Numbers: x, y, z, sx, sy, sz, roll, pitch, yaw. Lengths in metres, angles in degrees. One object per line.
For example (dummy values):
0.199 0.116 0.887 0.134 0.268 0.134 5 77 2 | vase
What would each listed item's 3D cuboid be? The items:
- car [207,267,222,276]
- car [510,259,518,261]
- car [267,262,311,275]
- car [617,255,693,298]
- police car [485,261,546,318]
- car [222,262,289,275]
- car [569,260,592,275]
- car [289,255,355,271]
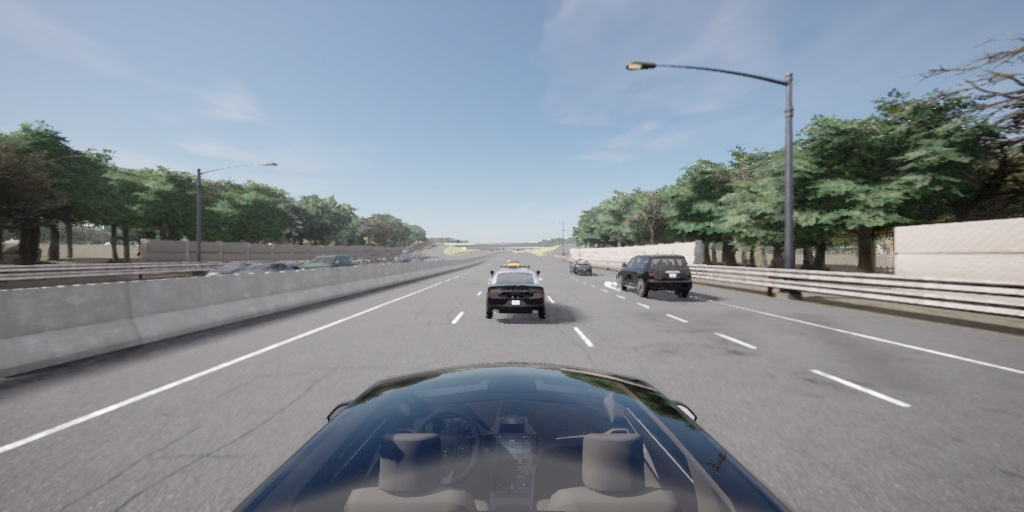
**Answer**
-21.021 1.208 27.796 2.128 1.511 4.902 0 0 0 | car
0.290 1.155 44.871 1.801 1.575 5.366 0 0 0 | car
-24.442 1.301 39.542 1.895 1.301 4.718 0 0 1 | car
7.142 0.955 18.523 2.150 2.045 5.566 0 0 1 | car
0.116 1.164 13.119 1.930 1.638 5.238 0 0 0 | police car
-17.536 1.225 25.436 1.837 1.490 4.892 0 0 0 | car
7.237 1.200 38.165 2.128 1.511 4.902 0 0 0 | car
-14.029 0.940 27.416 2.150 2.045 5.566 0 0 0 | car
